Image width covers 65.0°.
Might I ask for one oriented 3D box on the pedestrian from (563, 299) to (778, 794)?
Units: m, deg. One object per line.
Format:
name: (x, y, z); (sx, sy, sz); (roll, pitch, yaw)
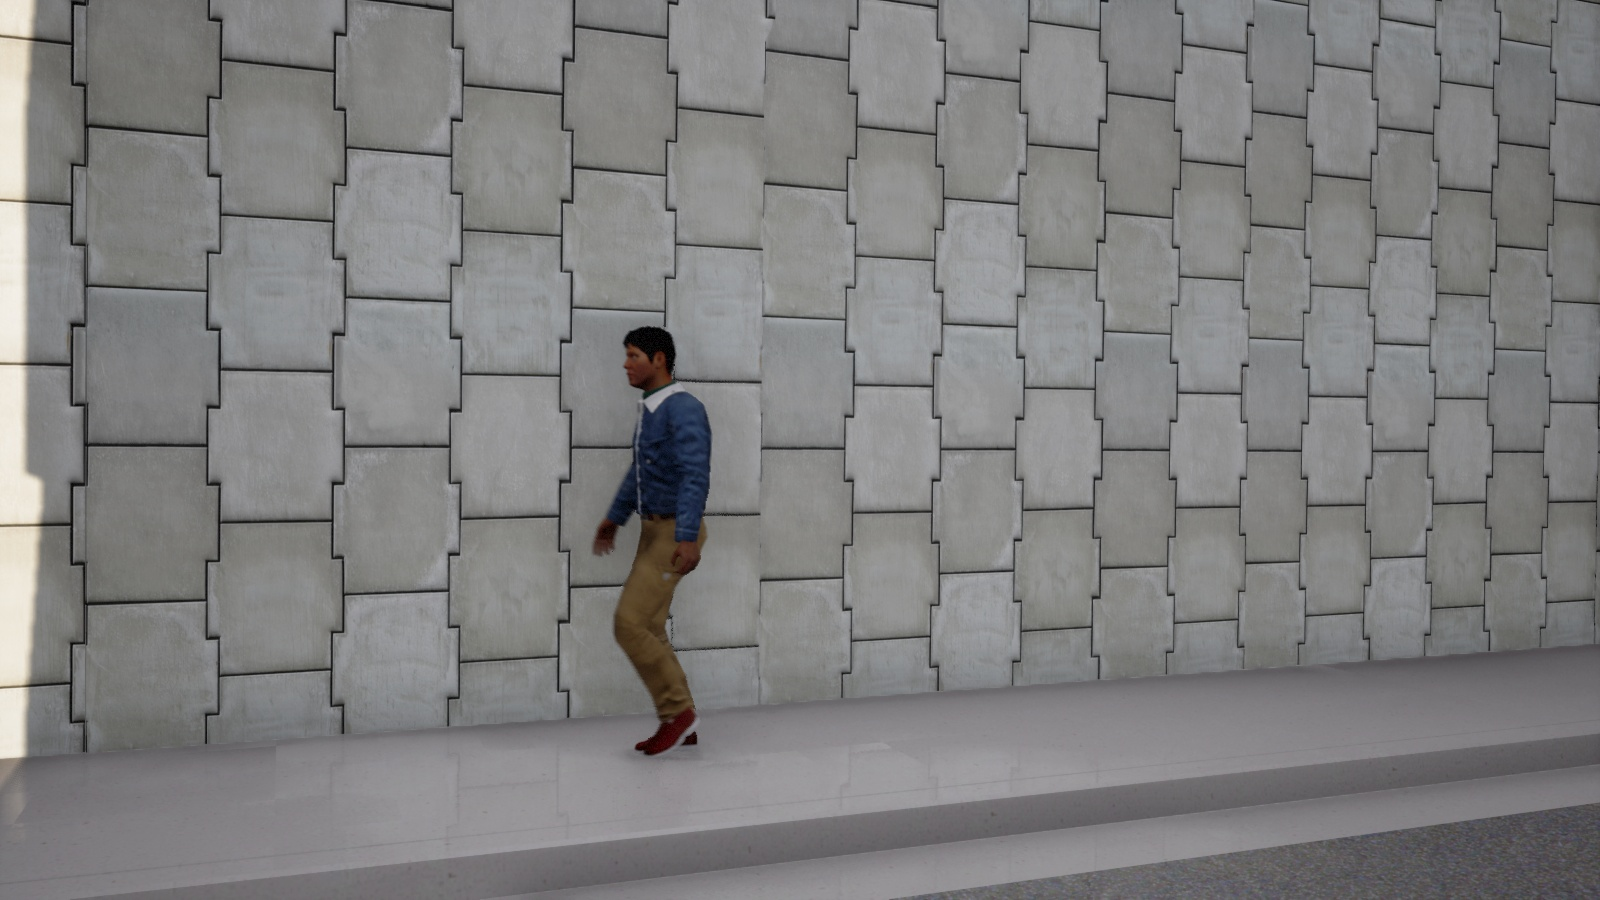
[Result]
pedestrian: (-0.548, 0.373, 5.287); (0.788, 1.949, 0.423); (-1, 1, -23)
